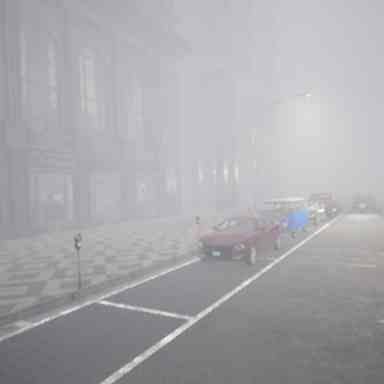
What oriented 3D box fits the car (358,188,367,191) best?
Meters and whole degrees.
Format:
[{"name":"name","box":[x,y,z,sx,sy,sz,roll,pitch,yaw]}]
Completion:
[{"name":"car","box":[32.528,0.450,65.140,1.947,1.339,4.313,-2,0,30]}]

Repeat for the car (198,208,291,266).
[{"name":"car","box":[1.807,1.492,11.524,1.887,1.381,4.507,-2,0,30]}]

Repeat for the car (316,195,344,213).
[{"name":"car","box":[12.893,1.083,30.874,1.752,1.417,4.829,-2,0,30]}]

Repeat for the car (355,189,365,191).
[{"name":"car","box":[29.735,0.561,60.266,1.802,1.307,4.206,-2,0,30]}]

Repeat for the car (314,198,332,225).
[{"name":"car","box":[7.393,1.302,21.272,2.008,1.369,4.403,-2,0,30]}]

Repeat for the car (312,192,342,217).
[{"name":"car","box":[10.177,0.968,26.147,2.192,1.841,5.009,-2,0,30]}]

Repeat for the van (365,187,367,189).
[{"name":"van","box":[35.312,0.130,70.015,1.690,1.788,3.998,-2,0,30]}]

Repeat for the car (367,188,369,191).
[{"name":"car","box":[38.112,0.239,74.888,1.887,1.381,4.507,-2,0,30]}]

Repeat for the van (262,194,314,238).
[{"name":"van","box":[4.592,1.191,16.399,1.690,1.788,3.998,-2,0,30]}]

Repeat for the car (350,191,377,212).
[{"name":"car","box":[15.384,0.955,29.804,2.128,1.511,4.902,-2,0,30]}]

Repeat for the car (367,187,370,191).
[{"name":"car","box":[40.906,0.166,79.763,1.947,1.339,4.313,-2,0,30]}]
